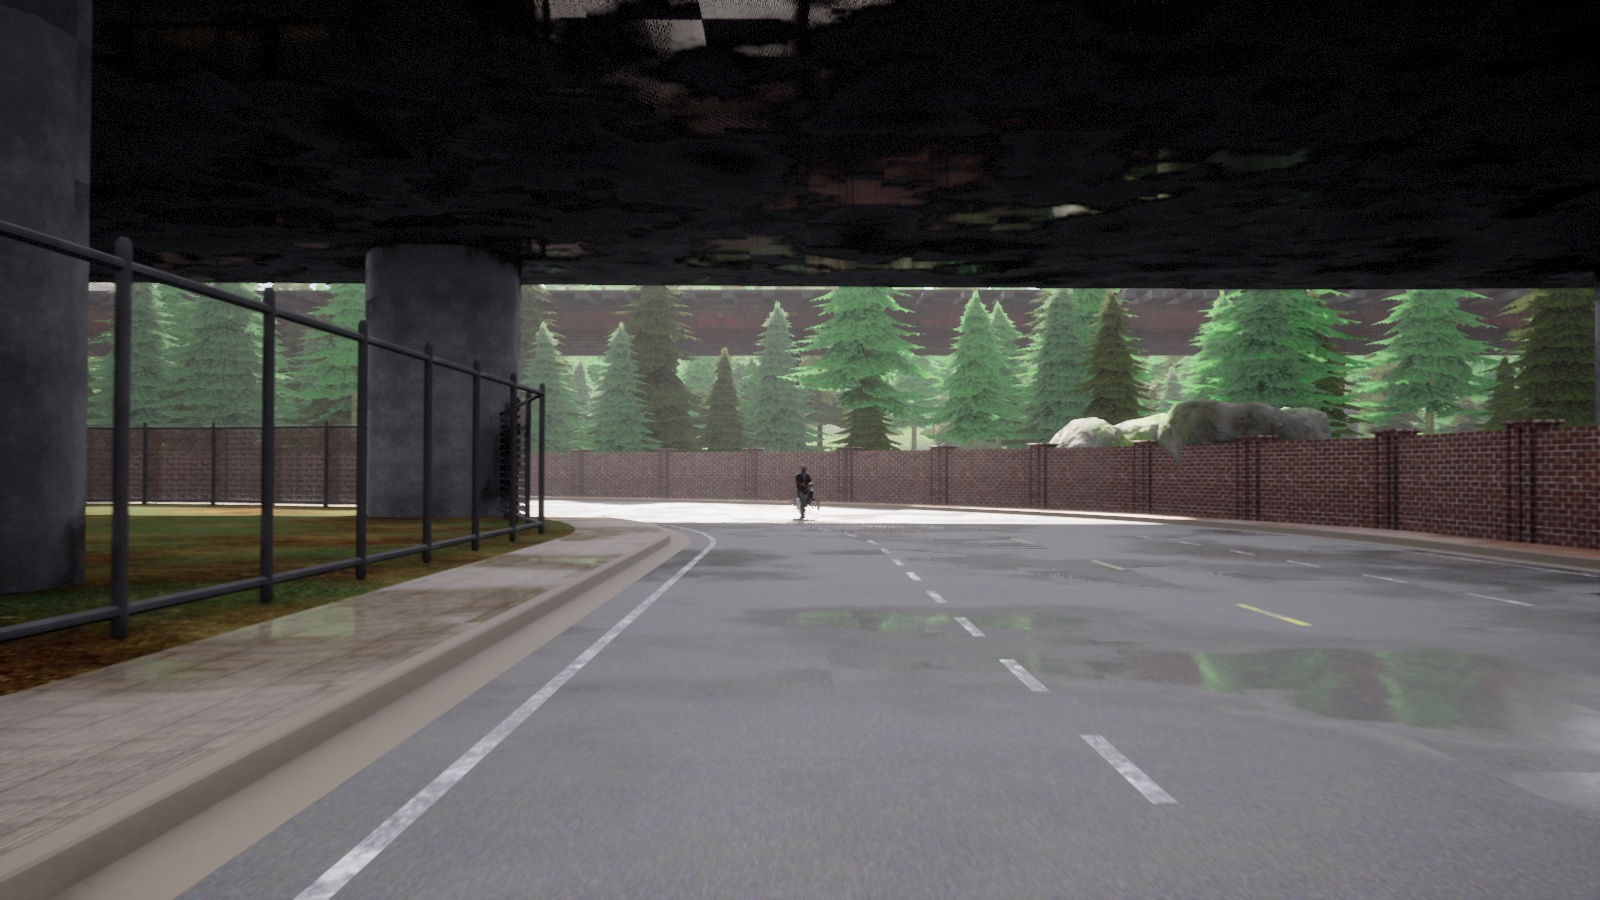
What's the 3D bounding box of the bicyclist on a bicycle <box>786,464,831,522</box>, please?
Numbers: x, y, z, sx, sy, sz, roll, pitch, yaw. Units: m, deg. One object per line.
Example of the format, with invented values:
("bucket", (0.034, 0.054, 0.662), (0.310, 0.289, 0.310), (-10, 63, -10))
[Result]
("bicyclist on a bicycle", (0.257, 1.345, 39.501), (0.659, 1.776, 1.843), (0, -1, -26))
